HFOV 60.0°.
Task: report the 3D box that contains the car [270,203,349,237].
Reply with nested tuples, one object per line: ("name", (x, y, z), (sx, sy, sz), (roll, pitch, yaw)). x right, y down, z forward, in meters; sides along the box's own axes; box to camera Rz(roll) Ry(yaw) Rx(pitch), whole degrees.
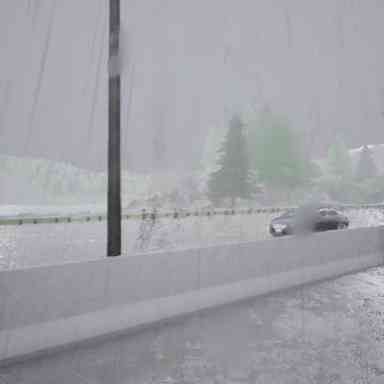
("car", (6.012, 1.525, 16.870), (4.902, 1.511, 2.128), (0, 0, -35))

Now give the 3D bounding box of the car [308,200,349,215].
("car", (14.730, 1.601, 35.901), (4.674, 1.442, 1.812), (0, 0, -35))

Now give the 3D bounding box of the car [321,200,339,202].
("car", (10.842, 1.607, 28.903), (5.357, 1.411, 2.033), (0, 0, -35))
